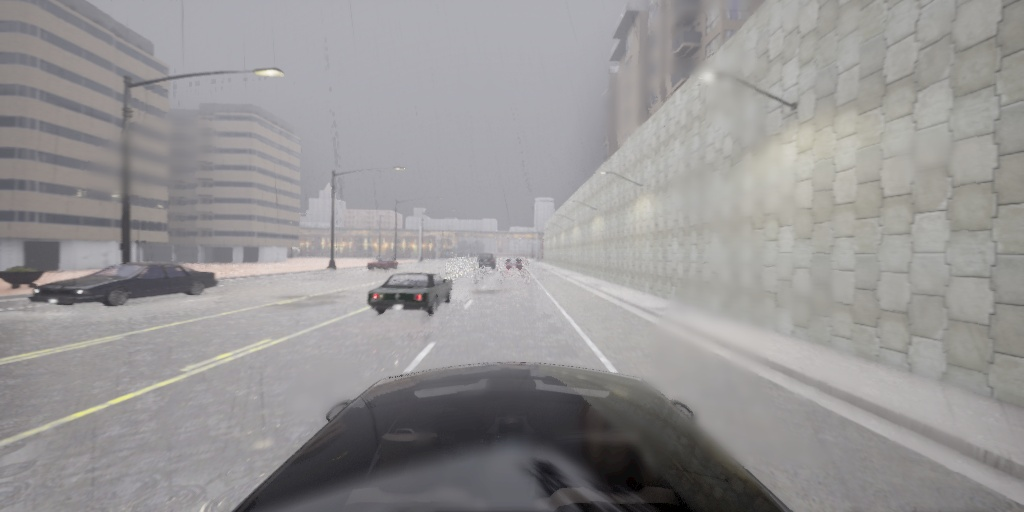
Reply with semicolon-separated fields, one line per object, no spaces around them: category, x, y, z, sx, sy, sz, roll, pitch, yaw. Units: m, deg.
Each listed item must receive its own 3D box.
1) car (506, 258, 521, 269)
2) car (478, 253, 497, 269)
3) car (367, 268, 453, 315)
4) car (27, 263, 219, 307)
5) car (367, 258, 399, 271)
car;0.274;0.974;48.510;1.812;1.442;4.674;1;1;1
car;-3.241;0.623;47.227;2.150;2.045;5.566;1;1;1
car;-3.346;1.222;12.791;1.895;1.301;4.718;1;0;0
car;-14.040;0.982;13.640;2.033;1.411;5.357;1;0;0
car;-13.824;0.878;38.485;1.895;1.301;4.718;1;0;1
